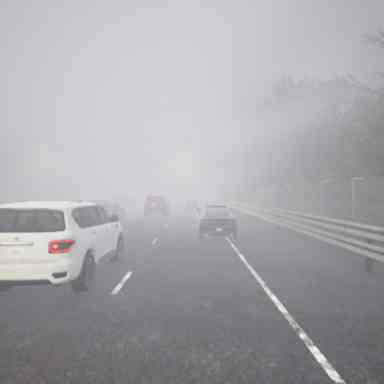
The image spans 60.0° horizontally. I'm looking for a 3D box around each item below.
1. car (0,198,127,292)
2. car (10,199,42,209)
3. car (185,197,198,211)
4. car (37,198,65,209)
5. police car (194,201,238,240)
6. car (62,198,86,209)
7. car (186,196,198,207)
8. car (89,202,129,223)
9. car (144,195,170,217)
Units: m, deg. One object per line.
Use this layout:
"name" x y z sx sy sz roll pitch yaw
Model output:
"car" -3.404 1.251 9.138 2.150 2.045 5.566 0 0 0
"car" -24.559 1.750 49.362 2.033 1.411 5.357 0 0 1
"car" 0.050 1.722 42.764 2.033 1.411 5.357 0 0 1
"car" -21.065 1.698 50.063 2.128 1.511 4.902 0 0 0
"police car" 1.223 1.491 17.570 1.930 1.638 5.238 0 0 0
"car" -17.568 1.710 49.736 1.837 1.490 4.892 0 0 0
"car" -0.006 1.592 56.802 2.097 1.767 4.553 0 0 0
"car" -6.906 1.658 28.258 2.033 1.411 5.357 0 0 0
"car" -3.406 1.353 33.007 2.150 2.045 5.566 0 0 0
